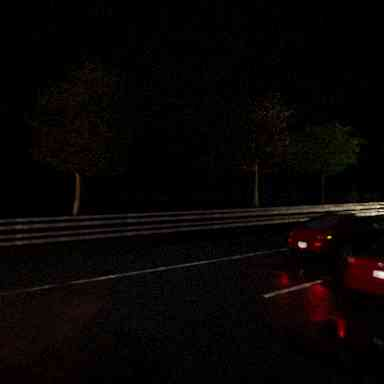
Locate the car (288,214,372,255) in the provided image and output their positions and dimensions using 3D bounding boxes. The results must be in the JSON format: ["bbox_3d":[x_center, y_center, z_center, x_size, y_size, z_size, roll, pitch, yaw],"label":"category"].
[{"bbox_3d":[5.371,1.500,11.881,4.674,1.442,1.812,0,0,-36],"label":"car"}]

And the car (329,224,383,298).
[{"bbox_3d":[5.257,1.544,7.497,4.181,1.385,1.994,0,0,-36],"label":"car"}]
